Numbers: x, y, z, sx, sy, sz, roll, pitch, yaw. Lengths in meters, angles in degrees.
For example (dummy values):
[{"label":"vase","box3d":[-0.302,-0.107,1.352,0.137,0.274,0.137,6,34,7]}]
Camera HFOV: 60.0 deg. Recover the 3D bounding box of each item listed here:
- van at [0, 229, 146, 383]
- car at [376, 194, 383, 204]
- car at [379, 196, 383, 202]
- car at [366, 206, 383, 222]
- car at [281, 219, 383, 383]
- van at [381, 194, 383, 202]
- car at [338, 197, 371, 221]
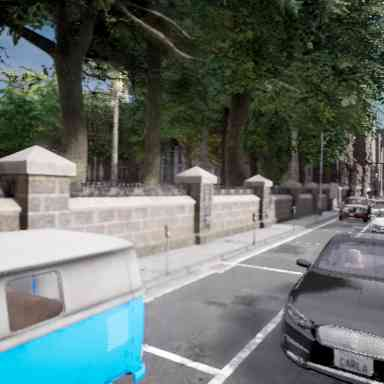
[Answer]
[{"label":"van","box3d":[-2.057,1.273,2.292,1.690,1.788,3.998,1,0,32]},{"label":"car","box3d":[35.983,1.615,63.196,1.752,1.417,4.829,1,1,32]},{"label":"car","box3d":[44.735,1.673,77.210,1.887,1.381,4.507,1,1,32]},{"label":"car","box3d":[10.161,1.568,16.820,1.812,1.442,4.674,1,1,32]},{"label":"car","box3d":[2.965,1.494,5.482,2.128,1.511,4.902,1,1,32]},{"label":"van","box3d":[47.626,1.484,81.831,1.690,1.788,3.998,1,1,32]},{"label":"car","box3d":[12.932,1.323,26.285,2.192,1.841,5.009,1,1,32]}]
